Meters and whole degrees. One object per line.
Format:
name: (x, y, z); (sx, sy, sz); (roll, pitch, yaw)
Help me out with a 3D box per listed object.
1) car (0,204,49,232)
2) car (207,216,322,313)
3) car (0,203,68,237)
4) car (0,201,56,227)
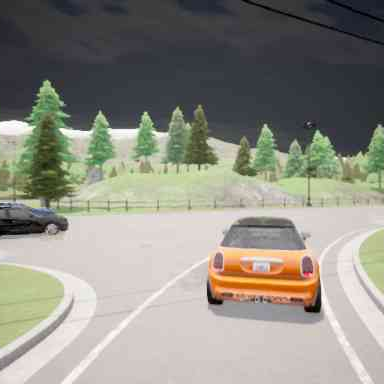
car: (-10.956, 1.521, 19.430); (4.674, 1.442, 1.812); (0, 0, -29)
car: (1.745, 1.350, 7.984); (2.097, 1.767, 4.553); (0, 0, 14)
car: (-8.846, 1.474, 16.597); (5.008, 1.535, 1.882); (0, 0, -29)
car: (-12.107, 1.472, 22.793); (5.008, 1.535, 1.882); (0, 0, -29)
